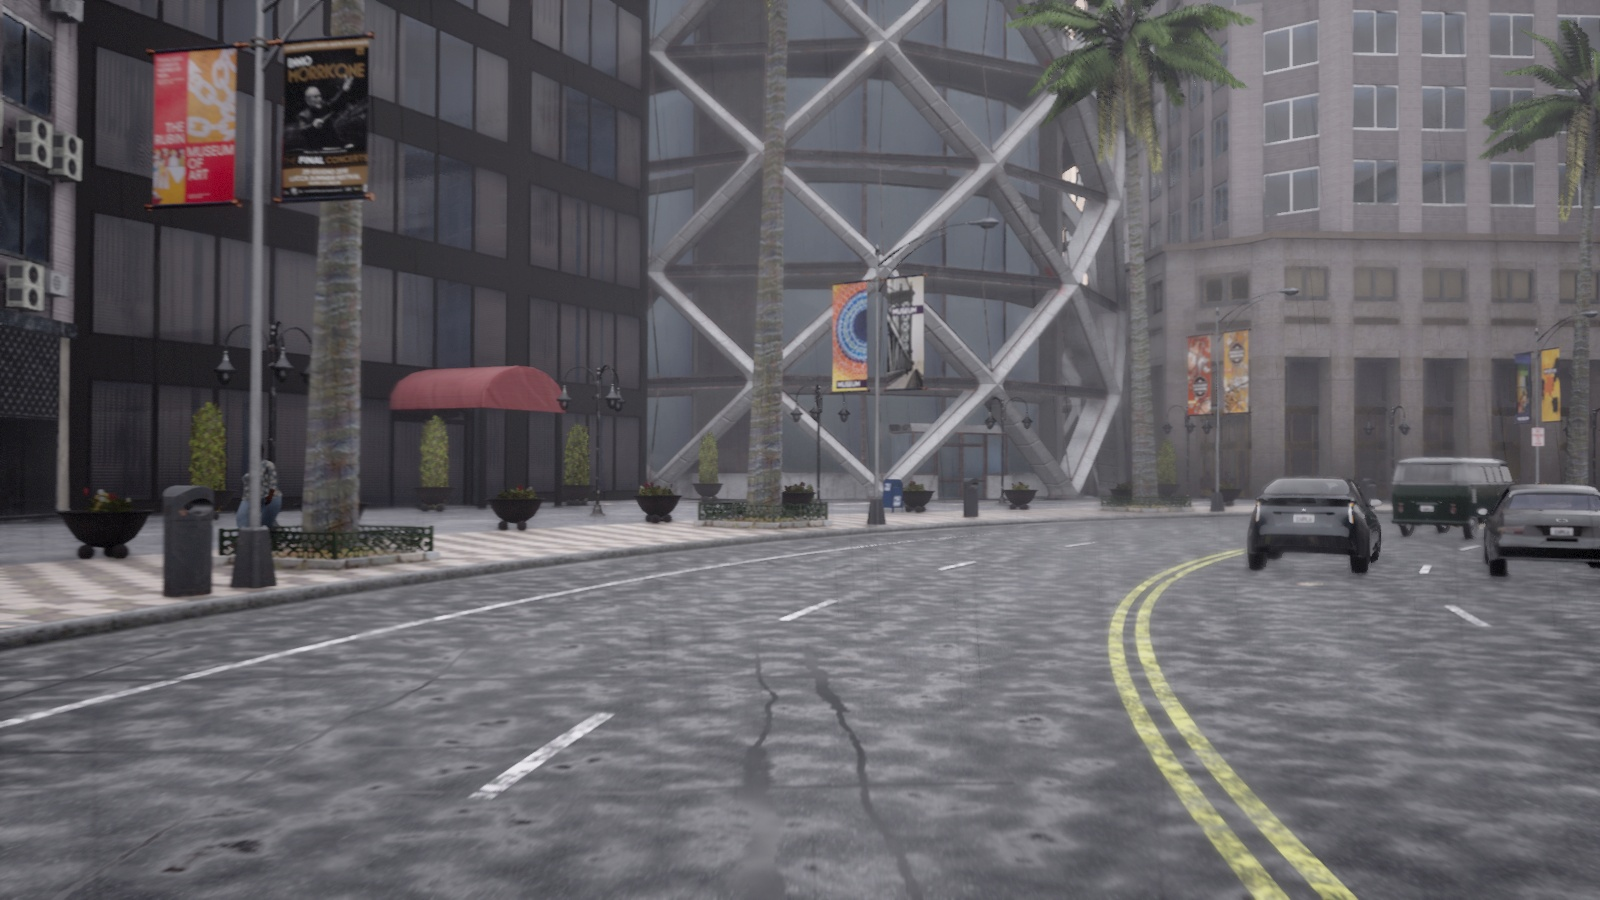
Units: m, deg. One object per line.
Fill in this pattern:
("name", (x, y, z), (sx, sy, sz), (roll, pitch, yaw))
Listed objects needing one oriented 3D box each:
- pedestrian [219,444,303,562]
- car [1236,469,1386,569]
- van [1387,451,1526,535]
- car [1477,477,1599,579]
("pedestrian", (-8.739, 0.843, 20.382), (0.874, 1.855, 0.900), (-1, -1, 19))
("car", (8.893, 1.093, 21.631), (2.007, 1.525, 4.514), (-1, -1, 27))
("van", (16.585, 1.040, 31.622), (4.442, 1.987, 1.775), (1, -1, -44))
("car", (12.173, 1.162, 20.384), (2.033, 1.411, 5.357), (-1, -1, 28))
